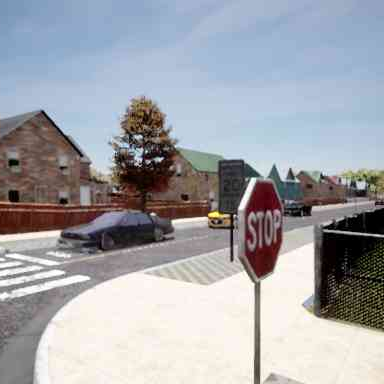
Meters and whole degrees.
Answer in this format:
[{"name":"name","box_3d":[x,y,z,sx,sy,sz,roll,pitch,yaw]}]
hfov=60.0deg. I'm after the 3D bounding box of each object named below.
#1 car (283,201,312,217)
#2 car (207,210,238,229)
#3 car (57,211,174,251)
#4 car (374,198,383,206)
[{"name":"car","box_3d":[11.056,1.759,34.666,1.882,1.535,5.008,0,-1,35]},{"name":"car","box_3d":[2.910,1.596,22.908,1.882,1.535,5.008,0,-1,34]},{"name":"car","box_3d":[-2.976,1.547,14.394,2.033,1.411,5.357,0,-1,35]},{"name":"car","box_3d":[42.998,2.190,75.899,2.097,1.767,4.553,0,-1,35]}]
